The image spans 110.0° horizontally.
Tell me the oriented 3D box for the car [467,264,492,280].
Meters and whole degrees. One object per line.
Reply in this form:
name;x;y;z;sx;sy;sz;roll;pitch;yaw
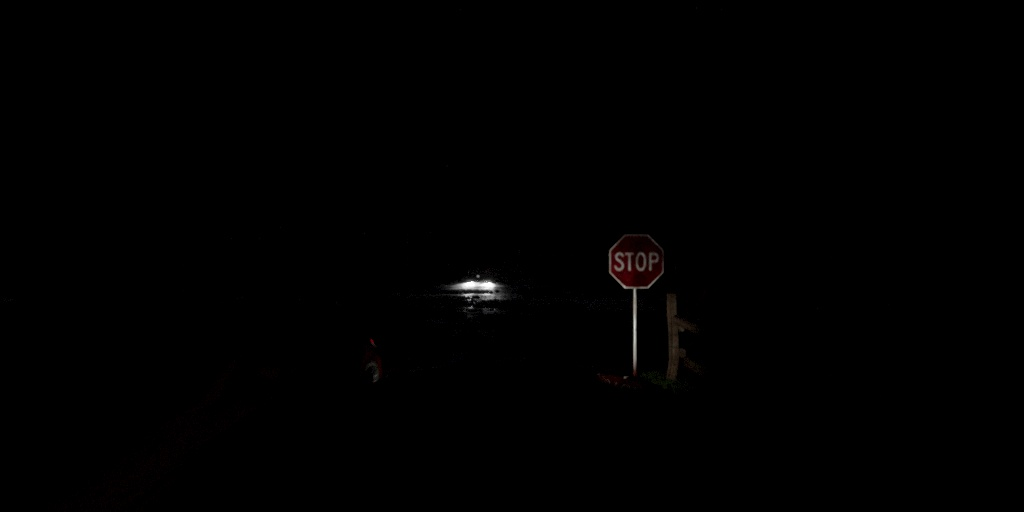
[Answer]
car;-2.751;1.336;31.266;1.895;1.301;4.718;0;0;0

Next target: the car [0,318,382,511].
car;-2.750;1.314;3.201;1.994;1.385;4.181;0;0;0
